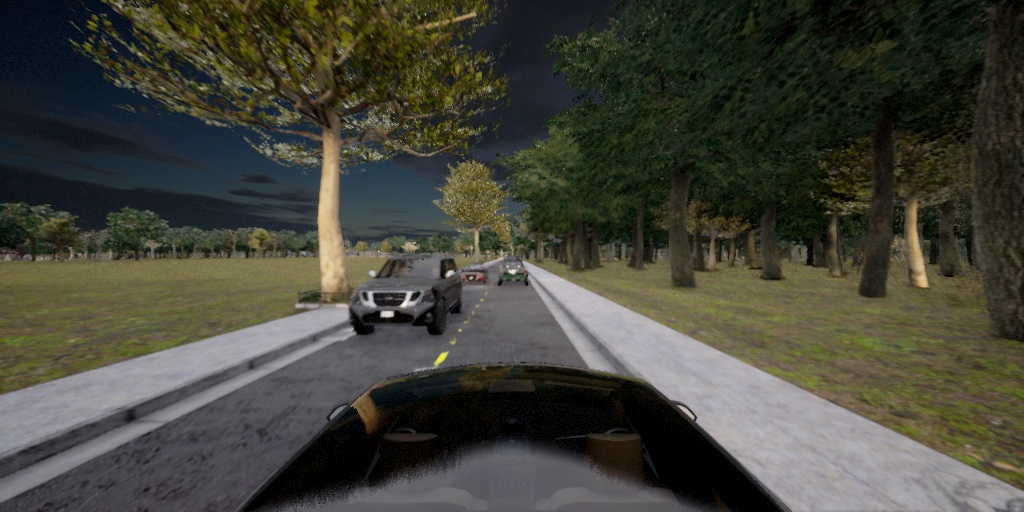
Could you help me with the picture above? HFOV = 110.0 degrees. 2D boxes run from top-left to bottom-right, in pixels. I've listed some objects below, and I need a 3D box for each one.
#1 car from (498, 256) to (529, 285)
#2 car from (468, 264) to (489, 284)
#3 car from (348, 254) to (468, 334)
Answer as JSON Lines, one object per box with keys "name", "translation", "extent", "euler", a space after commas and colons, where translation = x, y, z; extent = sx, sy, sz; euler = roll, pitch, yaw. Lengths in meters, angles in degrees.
{"name": "car", "translation": [0.093, 1.085, 25.892], "extent": [2.097, 1.767, 4.553], "euler": [0, 0, 0]}
{"name": "car", "translation": [-2.754, 1.296, 26.400], "extent": [1.994, 1.385, 4.181], "euler": [0, 0, 1]}
{"name": "car", "translation": [-2.832, 0.967, 10.909], "extent": [2.150, 2.045, 5.566], "euler": [0, 0, 0]}
